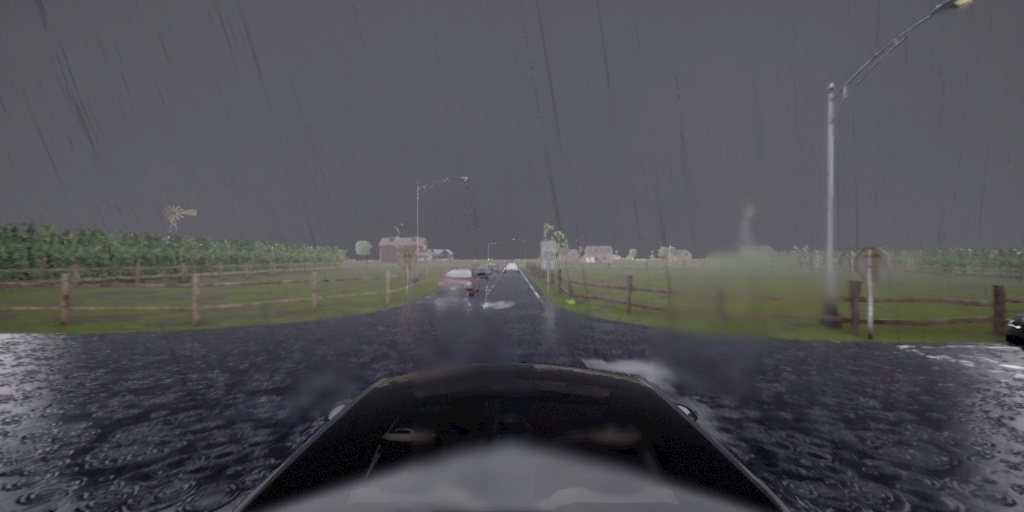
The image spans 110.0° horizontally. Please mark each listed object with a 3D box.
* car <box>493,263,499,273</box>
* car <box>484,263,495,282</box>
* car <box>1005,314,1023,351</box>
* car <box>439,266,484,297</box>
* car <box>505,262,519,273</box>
[{"bbox_3d":[-2.811,1.669,50.237,1.994,1.385,4.181,0,-1,0],"label":"car"},{"bbox_3d":[-2.851,1.575,32.311,1.895,1.301,4.718,0,0,0],"label":"car"},{"bbox_3d":[12.929,1.408,7.062,4.892,1.490,1.837,0,0,-1],"label":"car"},{"bbox_3d":[-2.850,1.411,20.171,1.812,1.442,4.674,0,0,0],"label":"car"},{"bbox_3d":[-0.005,1.640,51.728,1.812,1.442,4.674,0,0,0],"label":"car"}]
